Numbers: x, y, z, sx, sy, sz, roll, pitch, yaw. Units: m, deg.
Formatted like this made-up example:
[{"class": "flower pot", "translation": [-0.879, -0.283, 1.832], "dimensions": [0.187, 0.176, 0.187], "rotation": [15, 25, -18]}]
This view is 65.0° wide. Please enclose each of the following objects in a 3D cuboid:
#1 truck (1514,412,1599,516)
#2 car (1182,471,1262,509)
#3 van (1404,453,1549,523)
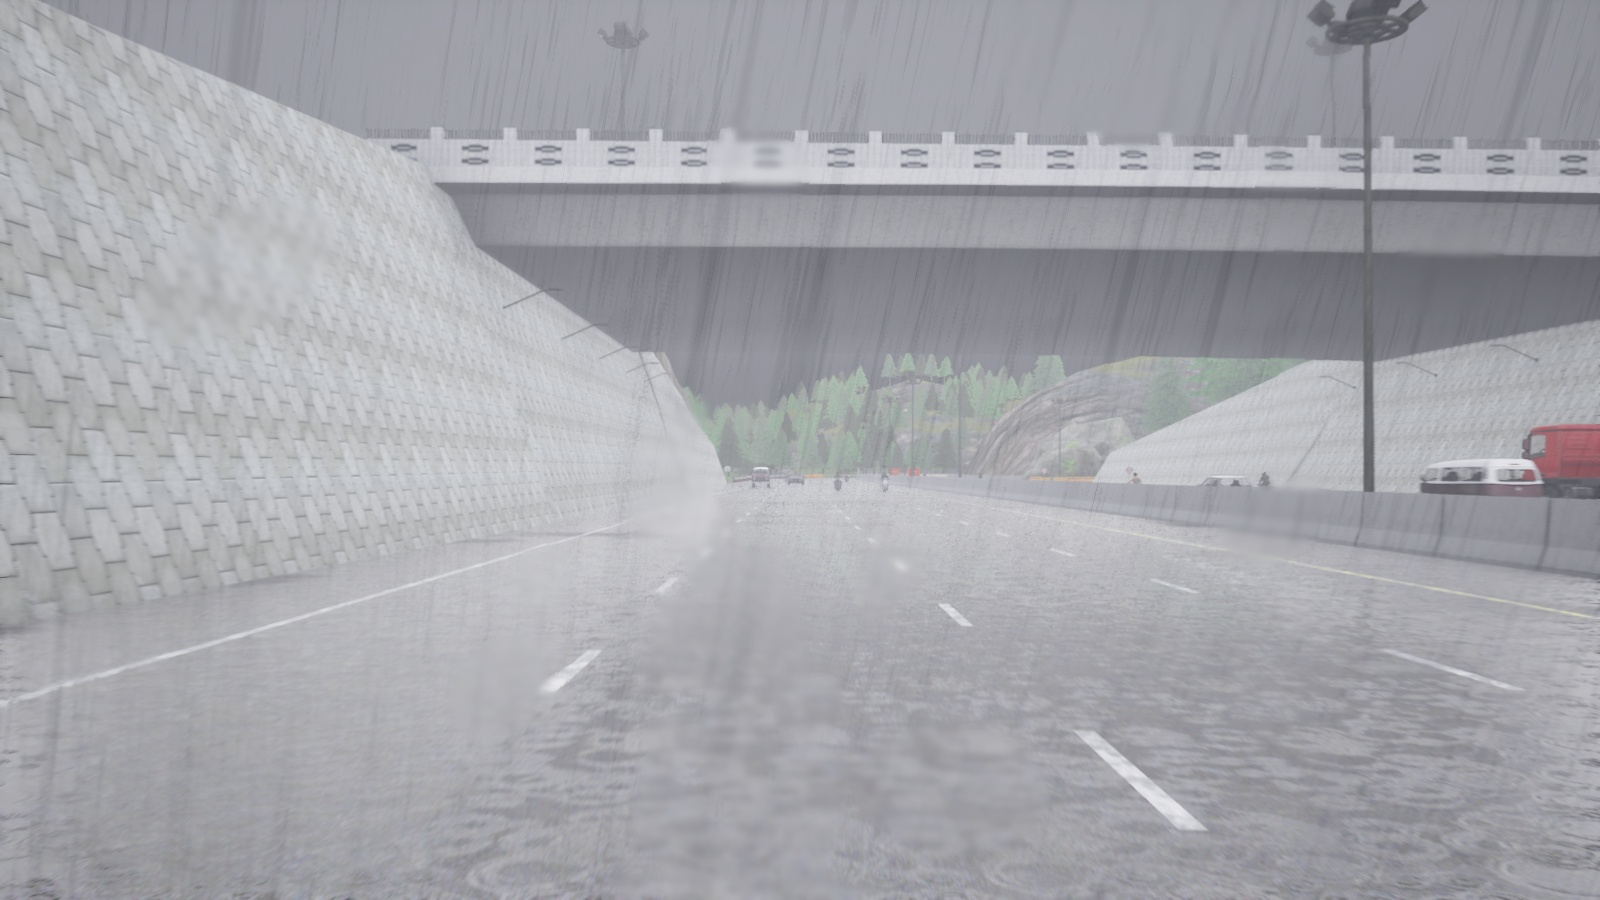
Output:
[{"class": "truck", "translation": [27.892, 0.471, 42.492], "dimensions": [2.891, 3.462, 7.936], "rotation": [0, -1, 0]}, {"class": "car", "translation": [17.375, 1.626, 51.891], "dimensions": [1.970, 1.475, 3.806], "rotation": [0, -1, 0]}, {"class": "van", "translation": [20.903, 1.144, 39.056], "dimensions": [2.069, 2.038, 4.480], "rotation": [0, -1, 0]}]
